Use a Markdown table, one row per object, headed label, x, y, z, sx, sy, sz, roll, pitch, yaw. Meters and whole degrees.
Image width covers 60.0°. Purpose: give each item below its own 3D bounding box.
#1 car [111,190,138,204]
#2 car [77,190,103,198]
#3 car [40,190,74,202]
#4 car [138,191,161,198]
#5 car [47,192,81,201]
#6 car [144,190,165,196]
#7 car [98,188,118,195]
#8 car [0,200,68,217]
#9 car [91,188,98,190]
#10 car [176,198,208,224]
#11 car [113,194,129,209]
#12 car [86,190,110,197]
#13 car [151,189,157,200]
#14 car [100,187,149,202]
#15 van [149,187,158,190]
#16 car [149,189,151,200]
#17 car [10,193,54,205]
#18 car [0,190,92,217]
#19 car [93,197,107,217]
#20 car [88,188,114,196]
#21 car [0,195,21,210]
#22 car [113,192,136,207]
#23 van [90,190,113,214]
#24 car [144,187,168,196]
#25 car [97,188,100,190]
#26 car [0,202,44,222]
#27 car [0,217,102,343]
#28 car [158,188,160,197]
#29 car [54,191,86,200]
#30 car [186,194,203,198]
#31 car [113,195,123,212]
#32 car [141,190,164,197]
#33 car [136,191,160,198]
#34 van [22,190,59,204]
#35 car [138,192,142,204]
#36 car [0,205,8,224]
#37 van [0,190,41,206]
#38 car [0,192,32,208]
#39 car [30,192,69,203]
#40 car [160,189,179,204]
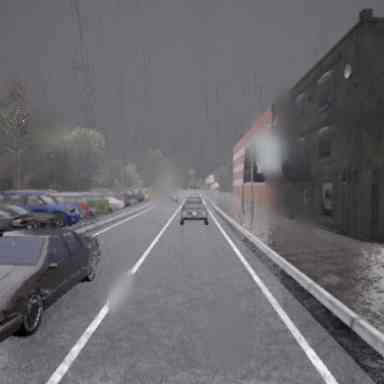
| label | x | y | z | sx | sy | sz | roll | pitch | yaw |
| --- | --- | --- | --- | --- | --- | --- | --- | --- | --- |
| car | -9.201 | 0.941 | 39.502 | 4.553 | 1.767 | 2.185 | 0 | 1 | 0 |
| car | -21.540 | 0.405 | 70.578 | 4.892 | 1.521 | 2.231 | 0 | 1 | 0 |
| car | -21.681 | 0.642 | 53.513 | 4.553 | 1.767 | 2.185 | 0 | 1 | 0 |
| car | -8.972 | 0.443 | 70.581 | 4.674 | 1.452 | 2.002 | 0 | 1 | 0 |
| car | -21.628 | 0.707 | 56.338 | 5.008 | 1.535 | 2.097 | 0 | 1 | 0 |
| car | -8.920 | 0.256 | 79.057 | 4.674 | 1.452 | 2.002 | 0 | 1 | 0 |
| car | -21.397 | -0.045 | 84.698 | 4.553 | 1.767 | 2.185 | 0 | 1 | 0 |
| car | -9.316 | 1.323 | 16.880 | 5.008 | 1.535 | 2.097 | 0 | 0 | 0 |
| car | -21.574 | 0.524 | 64.932 | 5.008 | 1.535 | 2.097 | 0 | 1 | 0 |
| car | 0.154 | 1.367 | 23.167 | 2.033 | 1.411 | 5.357 | 0 | 1 | 0 |
| car | -9.202 | 1.227 | 33.855 | 4.674 | 1.452 | 2.002 | 0 | 1 | 0 |
| car | -21.519 | 0.281 | 76.223 | 4.892 | 1.521 | 2.231 | 0 | 1 | 0 |
| car | -8.896 | 0.762 | 53.628 | 5.366 | 1.575 | 1.946 | 0 | 1 | 0 |
| car | -9.163 | 0.695 | 45.149 | 5.566 | 2.045 | 2.435 | 0 | 1 | 0 |
| van | -9.145 | 0.358 | 62.100 | 4.442 | 1.987 | 1.878 | 0 | 1 | 0 |
| car | -9.130 | 0.700 | 50.802 | 4.553 | 1.767 | 2.185 | 0 | 1 | 0 |
| car | -21.710 | 0.947 | 45.171 | 4.892 | 1.521 | 2.231 | 0 | 1 | 0 |
| car | -9.265 | 1.061 | 19.705 | 5.566 | 2.045 | 2.435 | 0 | 0 | 0 |
| car | -9.261 | 1.332 | 25.357 | 4.674 | 1.452 | 2.002 | 0 | 0 | 0 |
| car | -21.468 | -0.031 | 78.917 | 5.566 | 2.045 | 2.435 | 0 | 1 | 0 |
| car | -21.791 | 1.156 | 36.705 | 4.792 | 1.488 | 2.163 | 0 | 1 | 0 |
| car | -9.182 | 1.126 | 36.679 | 5.008 | 1.535 | 2.097 | 0 | 1 | 0 |
| van | -9.358 | 1.052 | 28.061 | 4.442 | 1.987 | 1.878 | 0 | 0 | 0 |
| car | -8.876 | -0.099 | 81.874 | 5.566 | 2.045 | 2.435 | 0 | 1 | 0 |
| car | -21.557 | 0.464 | 67.755 | 5.008 | 1.535 | 2.097 | 0 | 1 | 0 |
| car | -9.324 | 1.333 | 14.055 | 5.008 | 1.535 | 2.097 | 0 | 0 | 0 |
| car | -3.344 | 1.498 | 6.815 | 2.033 | 1.411 | 5.357 | 0 | 0 | 0 |
| car | -8.981 | 0.553 | 64.930 | 4.792 | 1.488 | 2.163 | 0 | 1 | 0 |
| car | -21.620 | 0.647 | 59.161 | 5.008 | 1.535 | 2.097 | 0 | 1 | 0 |
| car | 0.277 | 1.040 | 41.658 | 2.128 | 1.511 | 4.902 | 0 | 1 | 0 |
| car | -9.225 | 1.282 | 31.021 | 4.674 | 1.452 | 2.002 | 0 | 1 | 0 |
| car | -8.934 | 0.280 | 76.229 | 5.008 | 1.535 | 2.097 | 0 | 1 | 0 |
| car | -8.996 | 0.504 | 67.755 | 4.674 | 1.452 | 2.002 | 0 | 1 | 0 |
| van | -21.801 | 0.660 | 47.992 | 4.442 | 1.987 | 1.878 | 0 | 1 | 0 |
| car | -9.155 | 1.046 | 42.330 | 4.674 | 1.452 | 2.002 | 0 | 1 | 0 |
| car | -9.532 | 1.341 | 11.230 | 5.366 | 1.575 | 1.946 | 0 | 0 | 0 |
| van | -21.840 | 0.780 | 42.343 | 4.442 | 1.987 | 1.878 | 0 | 1 | 0 |
| car | -21.710 | 0.943 | 39.398 | 4.553 | 1.767 | 2.185 | 0 | 1 | 0 |
| car | -21.673 | 0.828 | 50.693 | 5.008 | 1.535 | 2.097 | 0 | 1 | 0 |
| car | -3.079 | 0.753 | 49.179 | 2.097 | 1.767 | 4.553 | 0 | 1 | 1 |
